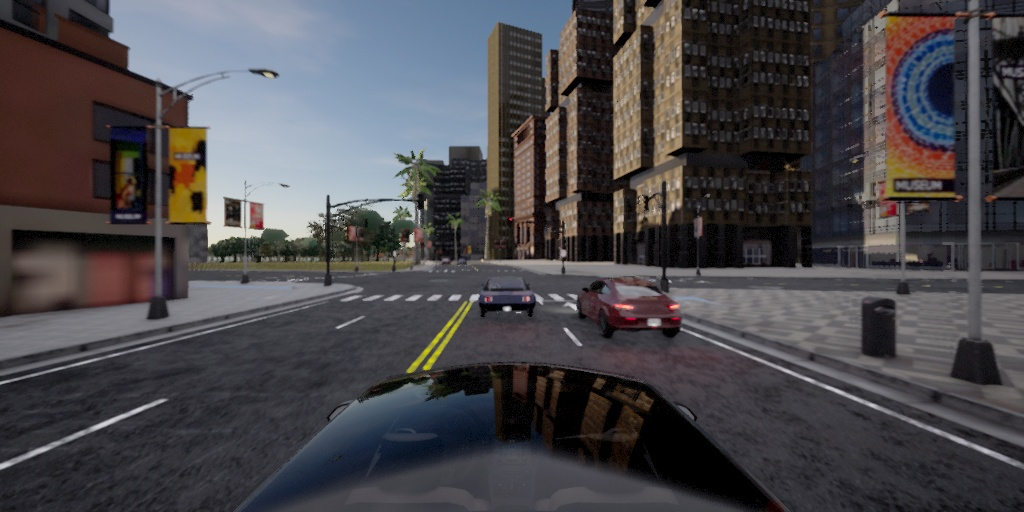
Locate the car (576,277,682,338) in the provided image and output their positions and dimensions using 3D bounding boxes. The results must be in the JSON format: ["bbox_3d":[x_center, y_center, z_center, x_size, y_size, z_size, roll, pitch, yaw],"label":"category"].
[{"bbox_3d":[3.126,1.330,10.327,1.812,1.442,4.674,0,0,-1],"label":"car"}]

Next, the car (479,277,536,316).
[{"bbox_3d":[-0.249,1.431,13.737,1.895,1.301,4.718,0,0,-3],"label":"car"}]
